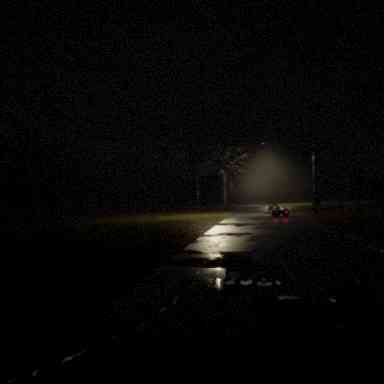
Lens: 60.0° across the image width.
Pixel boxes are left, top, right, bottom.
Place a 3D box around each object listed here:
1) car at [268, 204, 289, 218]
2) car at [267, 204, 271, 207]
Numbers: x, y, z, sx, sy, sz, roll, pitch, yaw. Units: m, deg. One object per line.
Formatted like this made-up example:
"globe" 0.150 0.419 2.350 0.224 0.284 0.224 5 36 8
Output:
"car" 11.171 2.535 42.305 1.895 1.301 4.718 -2 -1 10
"car" 12.962 2.633 52.400 1.837 1.490 4.892 -2 -1 10
